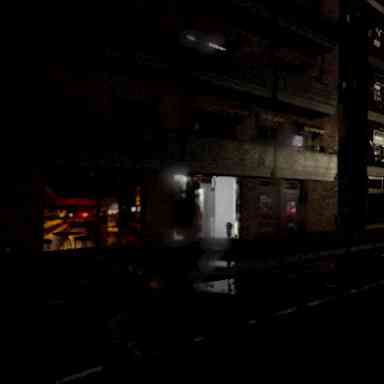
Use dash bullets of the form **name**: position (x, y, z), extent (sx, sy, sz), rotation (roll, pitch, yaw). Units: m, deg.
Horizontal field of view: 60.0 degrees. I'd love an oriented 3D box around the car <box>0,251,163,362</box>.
- **car**: position (-2.428, 1.590, 4.826), extent (4.206, 1.307, 1.802), rotation (1, 0, -35)
